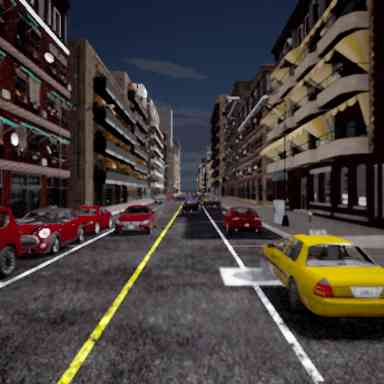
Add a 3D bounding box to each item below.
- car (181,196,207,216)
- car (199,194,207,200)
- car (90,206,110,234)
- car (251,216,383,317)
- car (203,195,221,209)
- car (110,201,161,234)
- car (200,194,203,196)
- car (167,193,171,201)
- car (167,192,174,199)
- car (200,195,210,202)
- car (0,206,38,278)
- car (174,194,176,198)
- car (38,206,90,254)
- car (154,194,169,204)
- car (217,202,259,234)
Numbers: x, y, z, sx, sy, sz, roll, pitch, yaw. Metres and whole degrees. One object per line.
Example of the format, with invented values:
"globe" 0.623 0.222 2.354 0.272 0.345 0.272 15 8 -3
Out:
"car" 0.035 1.379 31.144 2.128 1.511 4.902 0 0 1
"car" 2.693 1.264 80.532 1.802 1.307 4.206 0 0 0
"car" -5.689 1.473 18.539 1.887 1.381 4.507 0 0 0
"car" 2.691 1.496 7.432 1.752 1.417 4.829 0 0 0
"car" 2.692 1.391 41.079 2.008 1.369 4.403 0 0 0
"car" -3.001 1.464 18.687 1.812 1.442 4.674 0 0 0
"car" 2.693 1.275 63.793 1.752 1.417 4.829 0 0 0
"car" -5.688 1.301 63.628 2.008 1.369 4.403 0 0 0
"car" -5.687 1.249 74.901 1.887 1.381 4.507 0 0 0
"car" 2.693 1.293 69.260 1.947 1.339 4.313 0 0 0
"car" -5.688 1.287 7.266 2.192 1.841 5.009 0 0 0
"car" -5.686 0.975 86.173 2.192 1.841 5.009 0 0 0
"car" -5.689 1.390 12.901 1.967 1.590 4.097 0 0 0
"car" -5.688 1.324 57.991 2.008 1.369 4.403 0 0 0
"car" 2.691 1.473 18.535 1.887 1.381 4.507 0 0 0
